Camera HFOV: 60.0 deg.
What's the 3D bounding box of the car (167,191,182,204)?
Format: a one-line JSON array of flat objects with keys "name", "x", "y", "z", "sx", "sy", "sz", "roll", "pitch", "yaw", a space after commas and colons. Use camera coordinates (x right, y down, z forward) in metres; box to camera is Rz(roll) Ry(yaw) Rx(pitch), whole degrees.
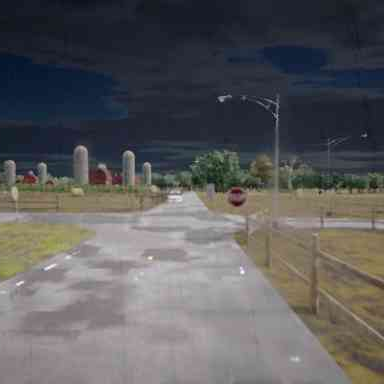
[{"name": "car", "x": -2.744, "y": 0.945, "z": 53.880, "sx": 2.150, "sy": 2.045, "sz": 5.566, "roll": 0, "pitch": 2, "yaw": 0}]
